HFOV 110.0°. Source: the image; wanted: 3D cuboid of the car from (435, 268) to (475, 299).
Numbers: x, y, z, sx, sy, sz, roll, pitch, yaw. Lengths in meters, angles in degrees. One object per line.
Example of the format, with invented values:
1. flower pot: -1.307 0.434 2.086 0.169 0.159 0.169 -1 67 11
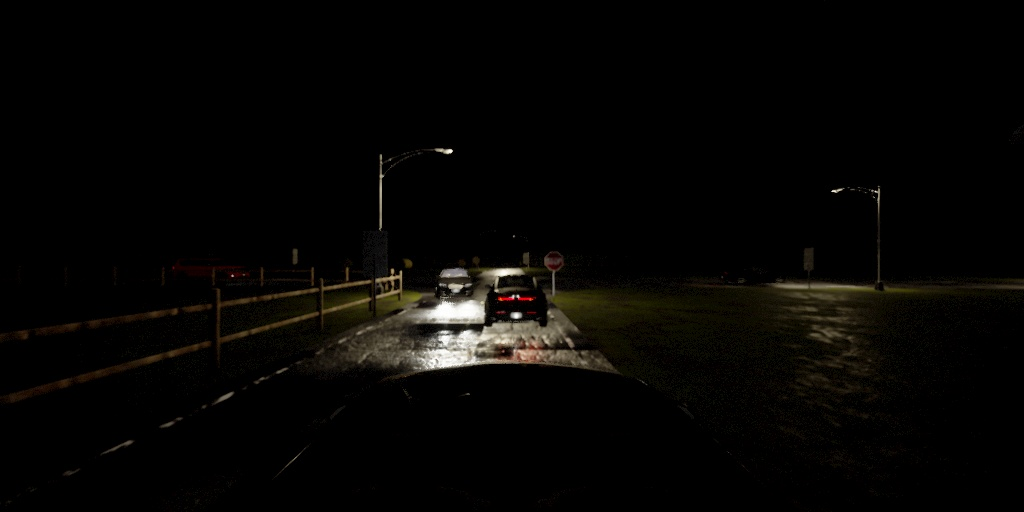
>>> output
1. car: -3.133 1.425 19.635 2.128 1.511 4.902 0 -1 -10

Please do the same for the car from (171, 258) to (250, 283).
1. car: -25.422 1.203 30.322 5.566 2.045 2.150 0 0 0

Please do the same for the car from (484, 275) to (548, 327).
1. car: 0.118 1.360 11.978 1.837 1.490 4.892 0 -1 0

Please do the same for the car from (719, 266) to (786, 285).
1. car: 20.163 1.631 30.155 5.008 1.535 1.882 0 0 0
